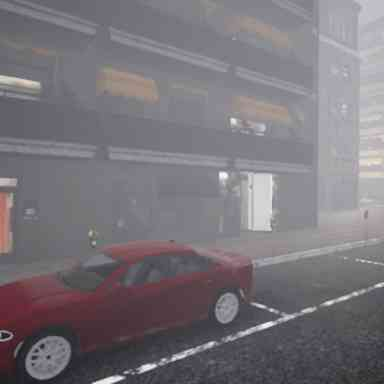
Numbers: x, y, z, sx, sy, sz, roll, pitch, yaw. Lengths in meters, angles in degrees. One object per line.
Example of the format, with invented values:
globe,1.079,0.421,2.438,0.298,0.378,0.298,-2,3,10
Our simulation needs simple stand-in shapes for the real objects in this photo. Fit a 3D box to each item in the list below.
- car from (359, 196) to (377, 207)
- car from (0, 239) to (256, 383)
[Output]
car,22.622,1.222,45.497,1.752,1.417,4.829,1,0,-35
car,-0.957,1.520,5.384,4.507,1.381,1.887,-1,2,-35
